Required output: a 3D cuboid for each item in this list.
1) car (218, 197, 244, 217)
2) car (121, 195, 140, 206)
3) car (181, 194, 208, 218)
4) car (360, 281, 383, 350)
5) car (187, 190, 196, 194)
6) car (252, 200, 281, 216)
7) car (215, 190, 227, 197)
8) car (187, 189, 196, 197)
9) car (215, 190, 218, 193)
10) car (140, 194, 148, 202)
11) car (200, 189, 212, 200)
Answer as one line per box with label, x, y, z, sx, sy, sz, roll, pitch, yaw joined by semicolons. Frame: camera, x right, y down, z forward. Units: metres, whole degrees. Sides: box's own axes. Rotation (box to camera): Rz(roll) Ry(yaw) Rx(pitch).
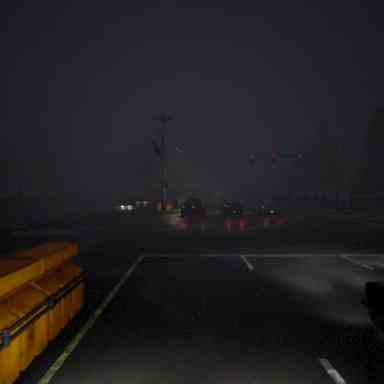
car;3.608;1.474;30.789;2.128;1.511;4.902;0;0;0
car;-10.545;1.462;55.457;2.128;1.511;4.902;0;0;0
car;0.108;1.335;30.505;2.097;1.767;4.553;0;0;0
car;3.569;1.599;3.114;1.895;1.301;4.718;0;0;0
car;-0.079;1.031;75.001;2.128;1.511;4.902;0;3;0
car;7.109;1.508;31.803;1.812;1.442;4.674;0;0;0
car;6.921;1.029;75.038;1.812;1.442;4.674;0;3;0
car;-0.131;0.235;85.019;2.128;1.511;4.902;0;7;0
car;6.869;0.188;85.050;1.882;1.535;5.008;0;7;0
car;-10.558;1.233;70.882;1.812;1.442;4.674;0;2;0
car;3.421;0.862;74.980;2.097;1.767;4.553;0;3;0
